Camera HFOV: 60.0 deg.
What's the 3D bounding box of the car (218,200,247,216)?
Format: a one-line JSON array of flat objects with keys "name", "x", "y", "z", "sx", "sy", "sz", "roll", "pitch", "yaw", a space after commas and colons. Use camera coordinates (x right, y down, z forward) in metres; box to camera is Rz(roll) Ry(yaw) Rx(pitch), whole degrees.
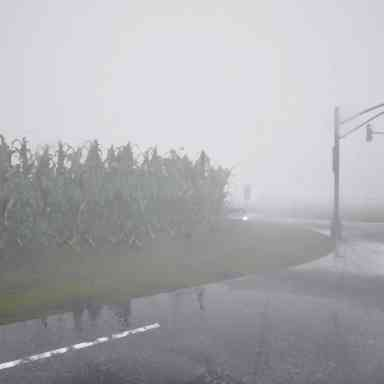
[{"name": "car", "x": 3.081, "y": 1.491, "z": 31.919, "sx": 2.033, "sy": 1.411, "sz": 5.357, "roll": 1, "pitch": 0, "yaw": -26}]
